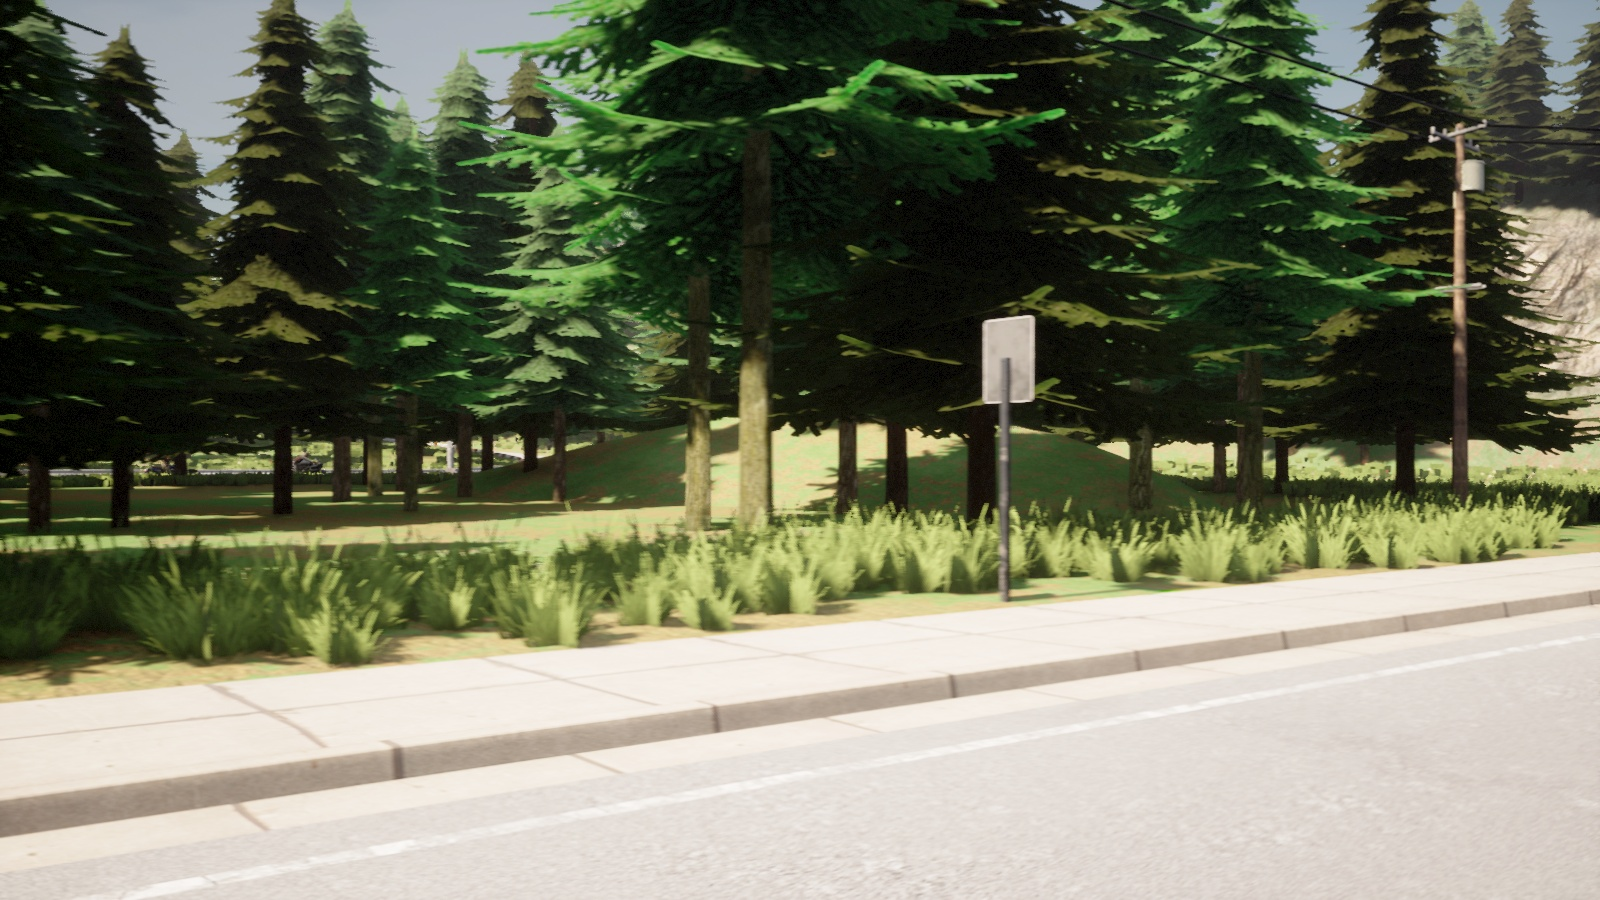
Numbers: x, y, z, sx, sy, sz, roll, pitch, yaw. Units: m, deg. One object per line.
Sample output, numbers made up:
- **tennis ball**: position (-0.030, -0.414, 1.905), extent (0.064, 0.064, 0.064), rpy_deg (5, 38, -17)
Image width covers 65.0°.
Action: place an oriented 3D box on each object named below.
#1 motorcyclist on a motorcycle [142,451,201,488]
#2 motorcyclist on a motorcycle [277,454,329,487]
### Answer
- **motorcyclist on a motorcycle**: position (-28.640, 0.896, 57.246), extent (2.350, 1.649, 0.766), rpy_deg (0, 0, -35)
- **motorcyclist on a motorcycle**: position (-23.953, 0.979, 60.507), extent (2.191, 1.530, 0.866), rpy_deg (0, 0, -35)
